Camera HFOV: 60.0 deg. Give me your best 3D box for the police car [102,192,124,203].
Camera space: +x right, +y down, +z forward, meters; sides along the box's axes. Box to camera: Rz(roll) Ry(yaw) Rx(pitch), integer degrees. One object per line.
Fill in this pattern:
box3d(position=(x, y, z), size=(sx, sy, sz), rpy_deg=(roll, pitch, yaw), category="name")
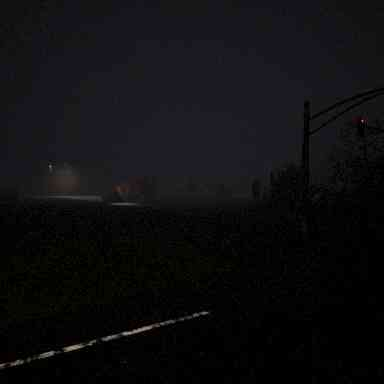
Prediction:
box3d(position=(-11.806, 0.821, 49.790), size=(2.038, 1.542, 4.974), rpy_deg=(1, 0, -32), category="police car")
